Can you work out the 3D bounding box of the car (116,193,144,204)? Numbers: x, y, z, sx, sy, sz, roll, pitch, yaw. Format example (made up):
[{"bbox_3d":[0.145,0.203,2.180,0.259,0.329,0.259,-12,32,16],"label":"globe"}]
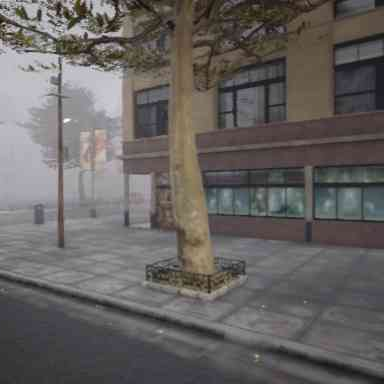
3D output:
[{"bbox_3d":[-9.498,0.988,51.173,2.097,1.767,4.553,0,1,35],"label":"car"}]
